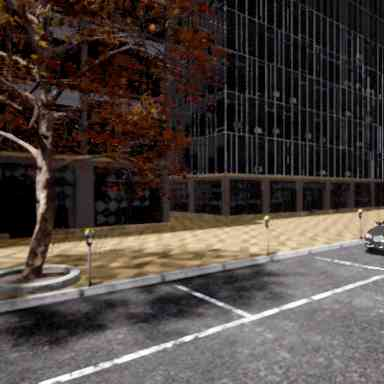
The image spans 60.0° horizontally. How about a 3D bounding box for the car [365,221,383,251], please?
[{"bbox_3d":[8.131,1.451,12.359,4.403,1.369,2.008,-1,1,-36],"label":"car"}]
